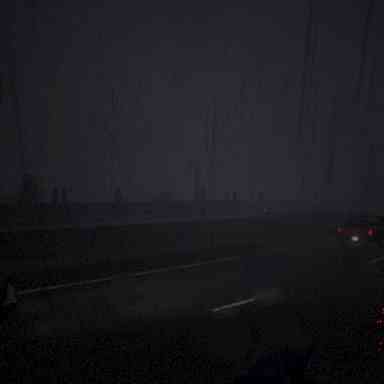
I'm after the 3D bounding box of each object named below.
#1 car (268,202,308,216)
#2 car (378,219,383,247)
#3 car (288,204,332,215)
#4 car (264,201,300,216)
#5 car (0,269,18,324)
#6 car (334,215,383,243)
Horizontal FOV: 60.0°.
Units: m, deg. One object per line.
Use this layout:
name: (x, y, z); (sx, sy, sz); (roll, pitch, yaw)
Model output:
car: (11.017, 1.923, 37.953); (5.357, 1.411, 2.033); (1, -1, -44)
car: (7.914, 1.643, 10.647); (4.892, 1.490, 1.837); (1, 0, -42)
car: (10.264, 1.889, 27.526); (4.718, 1.301, 1.895); (1, -1, -44)
car: (8.635, 1.655, 30.812); (4.553, 1.767, 2.097); (1, -1, -44)
car: (-5.071, 1.602, 4.540); (4.718, 1.301, 1.895); (1, -1, -35)
car: (8.835, 1.790, 16.231); (4.718, 1.301, 1.895); (1, -1, -43)
